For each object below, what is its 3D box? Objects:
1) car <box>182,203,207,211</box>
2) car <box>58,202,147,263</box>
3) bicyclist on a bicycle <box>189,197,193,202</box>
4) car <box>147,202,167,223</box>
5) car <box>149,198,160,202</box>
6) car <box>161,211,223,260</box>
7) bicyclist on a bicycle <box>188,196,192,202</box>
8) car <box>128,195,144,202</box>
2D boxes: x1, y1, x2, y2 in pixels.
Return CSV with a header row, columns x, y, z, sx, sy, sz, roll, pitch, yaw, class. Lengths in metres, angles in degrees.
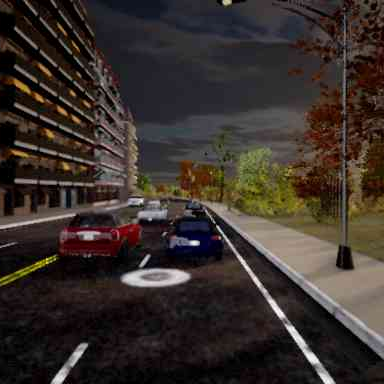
x,y,z,sx,sy,sz,roll,pitch,yaw,class
0.184,1.640,27.421,2.128,1.511,4.902,0,0,1,car
-3.146,1.416,12.341,2.097,1.767,4.553,0,0,1,car
-0.003,1.828,83.853,0.659,1.776,1.843,0,0,-3,bicyclist on a bicycle
-3.077,1.745,26.840,1.895,1.301,4.718,0,0,1,car
-6.468,1.840,56.938,1.812,1.442,4.674,0,0,-1,car
0.111,1.633,12.788,1.994,1.385,4.181,0,0,1,car
-0.579,1.942,92.911,0.866,1.612,1.509,0,0,-4,bicyclist on a bicycle
-9.714,1.540,57.857,2.150,2.045,5.566,0,0,0,car
